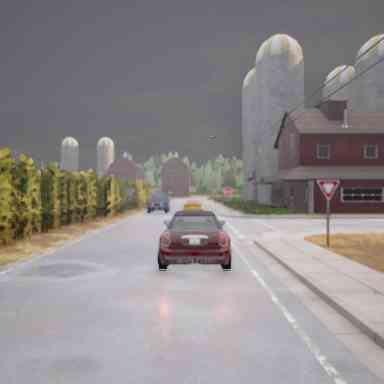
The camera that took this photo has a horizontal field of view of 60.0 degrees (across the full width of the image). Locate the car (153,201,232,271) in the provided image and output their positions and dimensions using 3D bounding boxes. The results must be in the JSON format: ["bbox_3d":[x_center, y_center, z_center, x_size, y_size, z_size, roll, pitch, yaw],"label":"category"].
[{"bbox_3d":[0.083,1.356,11.131,2.097,1.767,4.553,0,0,0],"label":"car"}]

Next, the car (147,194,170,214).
[{"bbox_3d":[-3.582,1.227,36.566,2.150,2.045,5.566,0,0,0],"label":"car"}]

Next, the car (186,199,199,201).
[{"bbox_3d":[0.097,1.486,34.088,1.882,1.535,5.008,0,0,0],"label":"car"}]
